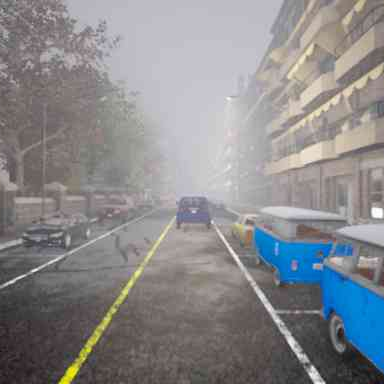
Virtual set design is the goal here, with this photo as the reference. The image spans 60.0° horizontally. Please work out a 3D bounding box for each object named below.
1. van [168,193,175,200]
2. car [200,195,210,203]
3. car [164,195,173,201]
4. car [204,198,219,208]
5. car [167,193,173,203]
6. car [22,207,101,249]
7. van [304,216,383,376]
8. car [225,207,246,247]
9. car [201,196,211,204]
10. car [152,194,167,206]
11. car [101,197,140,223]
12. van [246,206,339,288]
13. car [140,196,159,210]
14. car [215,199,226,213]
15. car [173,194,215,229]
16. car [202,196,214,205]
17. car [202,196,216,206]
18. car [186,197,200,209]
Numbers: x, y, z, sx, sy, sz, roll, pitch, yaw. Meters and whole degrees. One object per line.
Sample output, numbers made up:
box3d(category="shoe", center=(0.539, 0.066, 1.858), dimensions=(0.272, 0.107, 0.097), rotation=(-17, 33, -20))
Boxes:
box3d(category="van", center=(-5.680, 1.288, 91.770), dimensions=(1.690, 1.788, 3.998), rotation=(1, 0, 0))
box3d(category="car", center=(2.707, 1.399, 69.677), dimensions=(1.967, 1.590, 4.097), rotation=(1, 0, 0))
box3d(category="car", center=(-5.675, 1.497, 80.724), dimensions=(1.887, 1.381, 4.507), rotation=(1, 0, 0))
box3d(category="car", center=(2.705, 1.537, 47.583), dimensions=(1.947, 1.339, 4.313), rotation=(1, 0, 0))
box3d(category="car", center=(-5.675, 1.503, 69.677), dimensions=(1.887, 1.381, 4.507), rotation=(1, 0, 0))
box3d(category="car", center=(-5.676, 1.542, 14.442), dimensions=(2.008, 1.369, 4.403), rotation=(1, 0, 0))
box3d(category="van", center=(2.708, 1.339, 3.396), dimensions=(1.690, 1.788, 3.998), rotation=(1, 0, 0))
box3d(category="car", center=(2.705, 1.517, 14.611), dimensions=(1.752, 1.417, 4.829), rotation=(1, 0, 0))
box3d(category="car", center=(2.705, 1.487, 64.323), dimensions=(1.752, 1.417, 4.829), rotation=(1, 0, 0))
box3d(category="car", center=(-5.671, 1.283, 53.106), dimensions=(2.192, 1.841, 5.009), rotation=(1, 0, 0))
box3d(category="car", center=(-5.671, 1.300, 25.489), dimensions=(2.192, 1.841, 5.009), rotation=(1, 0, 0))
box3d(category="van", center=(2.708, 1.336, 8.918), dimensions=(1.690, 1.788, 3.998), rotation=(1, 0, 0))
box3d(category="car", center=(-5.675, 1.540, 42.059), dimensions=(1.947, 1.339, 4.313), rotation=(1, 0, 0))
box3d(category="car", center=(2.704, 1.544, 36.535), dimensions=(1.947, 1.339, 4.313), rotation=(1, 0, 0))
box3d(category="car", center=(0.102, 1.211, 21.888), dimensions=(2.150, 2.045, 5.566), rotation=(0, 0, 0))
box3d(category="car", center=(2.705, 1.510, 58.628), dimensions=(1.887, 1.381, 4.507), rotation=(1, 0, 0))
box3d(category="car", center=(2.707, 1.408, 53.106), dimensions=(1.967, 1.590, 4.097), rotation=(1, 0, 0))
box3d(category="car", center=(0.101, 1.498, 46.134), dimensions=(1.812, 1.442, 4.674), rotation=(0, 0, 0))
